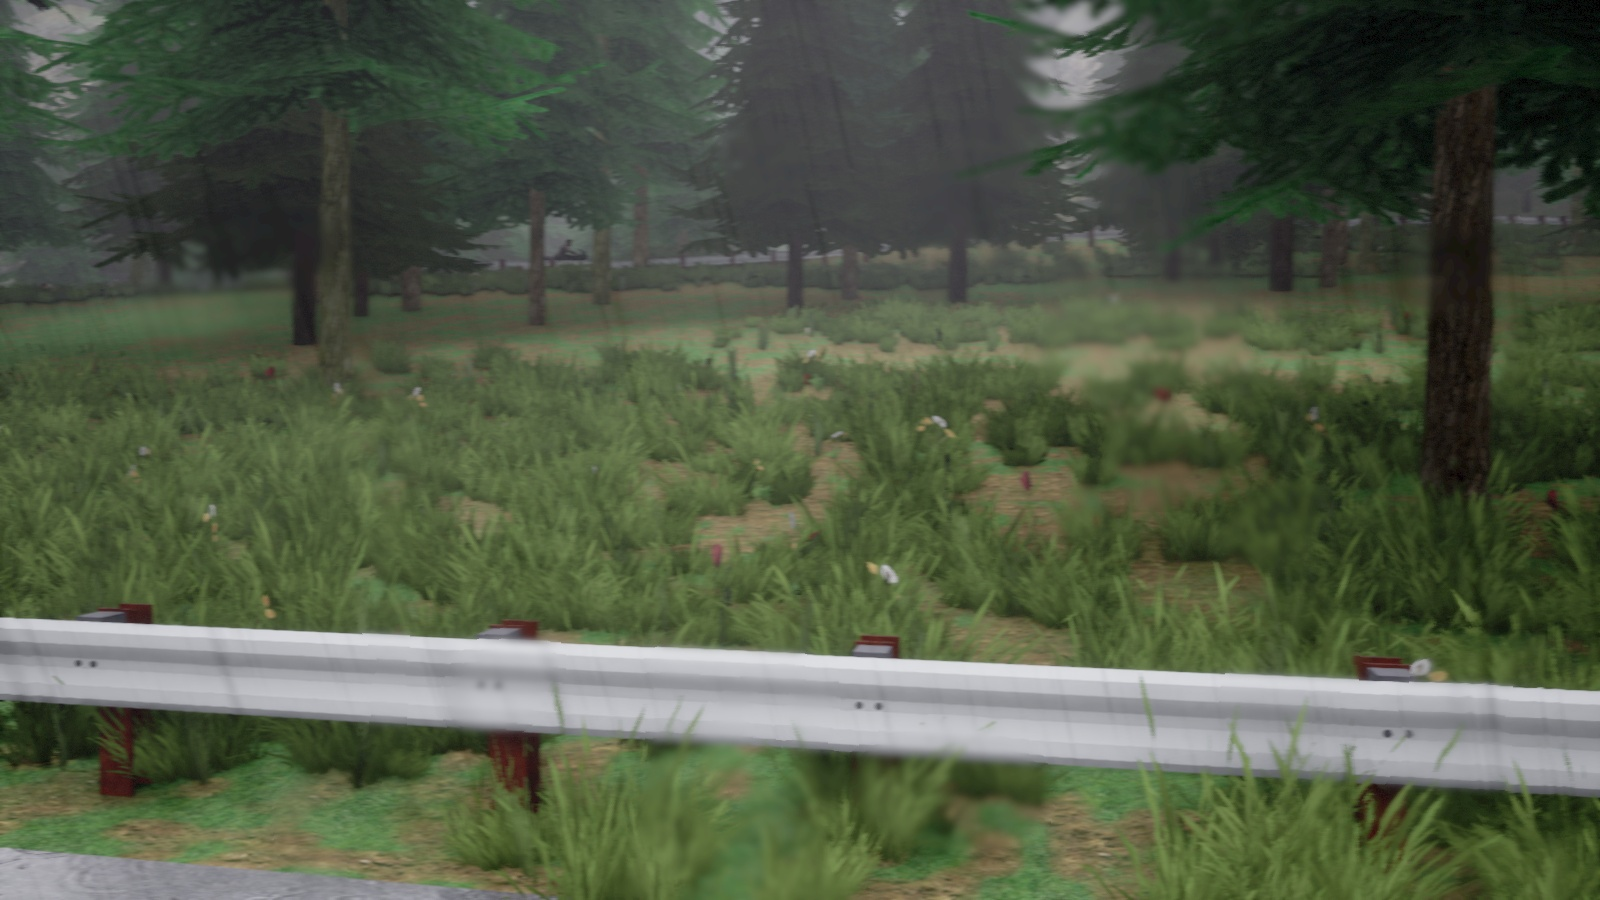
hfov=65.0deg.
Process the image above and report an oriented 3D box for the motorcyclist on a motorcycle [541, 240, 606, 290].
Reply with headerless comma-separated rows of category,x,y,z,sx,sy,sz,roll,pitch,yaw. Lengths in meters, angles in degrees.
motorcyclist on a motorcycle,-8.280,-6.757,45.901,2.044,1.523,0.797,-5,1,8
